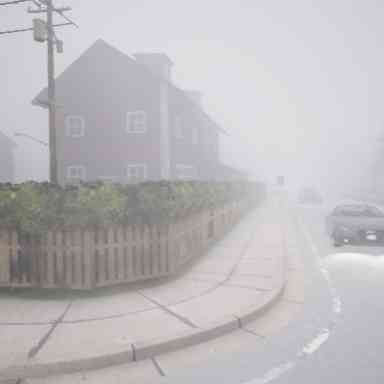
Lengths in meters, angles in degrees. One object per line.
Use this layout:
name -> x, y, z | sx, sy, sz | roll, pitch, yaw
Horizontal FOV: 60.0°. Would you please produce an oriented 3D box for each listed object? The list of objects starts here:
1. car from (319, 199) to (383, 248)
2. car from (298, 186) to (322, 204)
car -> 6.047, 1.149, 12.169 | 1.994, 1.385, 4.181 | 0, 2, 15
car -> 12.289, 0.240, 34.815 | 2.097, 1.767, 4.553 | 0, 2, 16
